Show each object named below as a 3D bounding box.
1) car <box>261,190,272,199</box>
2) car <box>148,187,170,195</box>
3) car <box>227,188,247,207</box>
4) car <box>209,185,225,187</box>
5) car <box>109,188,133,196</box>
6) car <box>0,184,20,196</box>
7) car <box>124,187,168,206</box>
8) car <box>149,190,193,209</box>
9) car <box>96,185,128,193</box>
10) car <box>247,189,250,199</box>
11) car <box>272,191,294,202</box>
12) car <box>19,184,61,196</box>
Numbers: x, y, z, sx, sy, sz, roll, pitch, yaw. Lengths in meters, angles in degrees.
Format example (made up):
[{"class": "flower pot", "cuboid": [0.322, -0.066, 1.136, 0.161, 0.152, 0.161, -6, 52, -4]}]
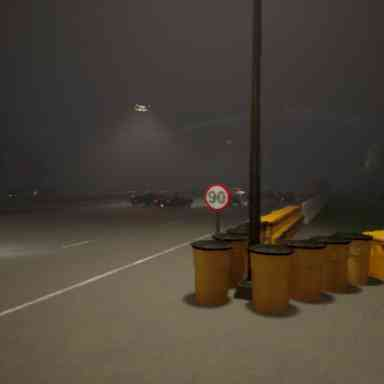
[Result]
[{"class": "car", "cuboid": [11.447, 0.327, 50.287, 1.994, 1.385, 4.181, 1, 2, 24]}, {"class": "car", "cuboid": [-6.124, -0.187, 62.608, 1.837, 1.490, 4.892, 1, 2, 24]}, {"class": "car", "cuboid": [3.529, 0.650, 32.859, 2.128, 1.511, 4.902, 1, 1, 24]}, {"class": "car", "cuboid": [4.149, -0.095, 51.130, 2.150, 2.045, 5.566, 1, 1, 24]}, {"class": "car", "cuboid": [-12.296, -0.044, 57.576, 1.994, 1.385, 4.181, 1, 2, 25]}, {"class": "car", "cuboid": [-22.314, -0.107, 44.072, 2.150, 2.045, 5.566, 1, 1, 25]}, {"class": "car", "cuboid": [-4.163, 0.591, 32.853, 2.128, 1.511, 4.902, 1, 1, 24]}, {"class": "car", "cuboid": [-1.596, 0.795, 30.045, 1.895, 1.301, 4.718, 1, 2, 24]}, {"class": "car", "cuboid": [-12.128, 0.083, 49.479, 1.882, 1.535, 5.008, 1, 1, 25]}, {"class": "car", "cuboid": [8.242, 0.193, 51.687, 2.128, 1.511, 4.902, 1, 2, 24]}, {"class": "car", "cuboid": [12.227, 0.547, 43.548, 1.895, 1.301, 4.718, 1, 2, 24]}, {"class": "car", "cuboid": [-19.098, 0.081, 42.696, 2.097, 1.767, 4.553, 1, 2, 25]}]
